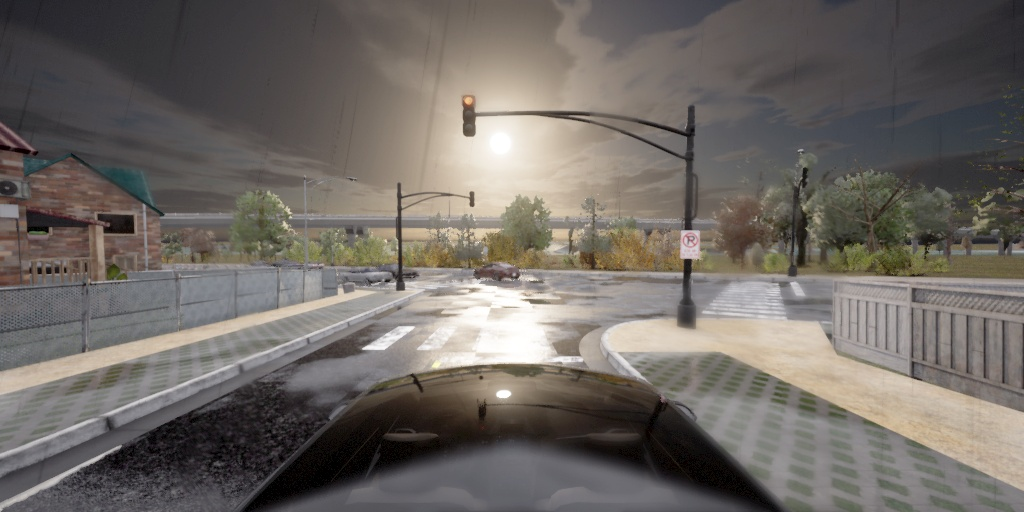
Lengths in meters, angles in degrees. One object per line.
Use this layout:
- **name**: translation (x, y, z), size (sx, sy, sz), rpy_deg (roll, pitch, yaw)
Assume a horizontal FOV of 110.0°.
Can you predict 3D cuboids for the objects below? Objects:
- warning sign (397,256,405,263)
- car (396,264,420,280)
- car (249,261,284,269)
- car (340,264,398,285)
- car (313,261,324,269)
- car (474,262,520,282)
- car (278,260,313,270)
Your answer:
- **warning sign**: translation (-14.327, 0.716, 46.220), size (1.060, 1.860, 1.300), rpy_deg (0, 0, 36)
- **car**: translation (-10.571, 1.396, 31.815), size (5.357, 1.411, 2.033), rpy_deg (0, 2, 36)
- **car**: translation (-28.036, 1.653, 40.468), size (4.181, 1.385, 1.994), rpy_deg (0, 2, 36)
- **car**: translation (-11.579, 1.555, 28.537), size (4.718, 1.301, 1.895), rpy_deg (0, 2, 36)
- **car**: translation (-30.623, 1.426, 54.488), size (4.718, 1.301, 1.895), rpy_deg (-1, 2, 36)
- **car**: translation (-1.270, 1.211, 28.767), size (1.812, 1.442, 4.674), rpy_deg (-2, 1, -37)
- **car**: translation (-26.395, 1.544, 43.291), size (4.181, 1.385, 1.994), rpy_deg (0, 2, 36)
